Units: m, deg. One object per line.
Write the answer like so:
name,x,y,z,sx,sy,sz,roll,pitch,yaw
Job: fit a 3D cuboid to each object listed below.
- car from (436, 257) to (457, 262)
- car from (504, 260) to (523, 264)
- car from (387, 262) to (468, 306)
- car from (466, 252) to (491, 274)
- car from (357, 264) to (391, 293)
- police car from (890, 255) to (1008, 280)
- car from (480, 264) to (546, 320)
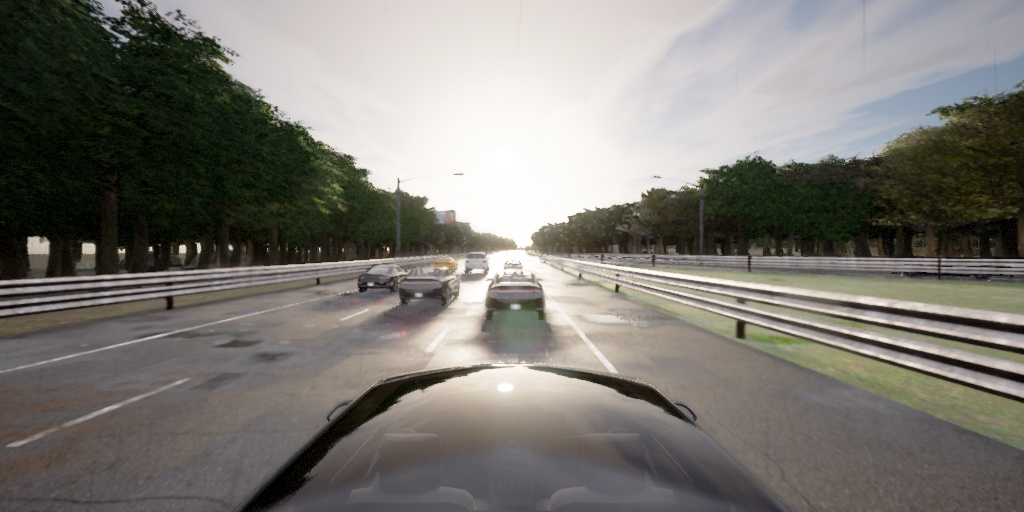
car,-6.885,0.867,37.689,1.882,1.535,5.008,0,1,0
car,0.114,1.034,35.297,1.895,1.301,4.718,0,1,0
car,-3.394,1.187,15.482,2.128,1.511,4.902,0,0,0
car,-3.387,0.641,36.026,2.150,2.045,5.566,0,1,0
car,-6.893,1.182,19.792,1.812,1.442,4.674,0,1,0
police car,29.124,0.741,24.076,2.038,1.542,4.974,1,0,-36
car,0.105,1.207,12.554,2.128,1.511,4.902,0,0,0
